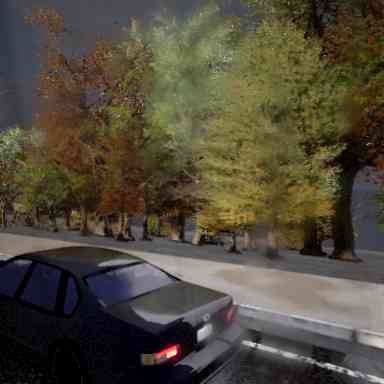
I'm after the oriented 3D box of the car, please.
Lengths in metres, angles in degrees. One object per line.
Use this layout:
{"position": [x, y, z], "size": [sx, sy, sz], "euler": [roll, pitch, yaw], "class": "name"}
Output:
{"position": [-1.904, 1.573, 5.043], "size": [5.357, 1.411, 2.033], "euler": [0, 0, 35], "class": "car"}
